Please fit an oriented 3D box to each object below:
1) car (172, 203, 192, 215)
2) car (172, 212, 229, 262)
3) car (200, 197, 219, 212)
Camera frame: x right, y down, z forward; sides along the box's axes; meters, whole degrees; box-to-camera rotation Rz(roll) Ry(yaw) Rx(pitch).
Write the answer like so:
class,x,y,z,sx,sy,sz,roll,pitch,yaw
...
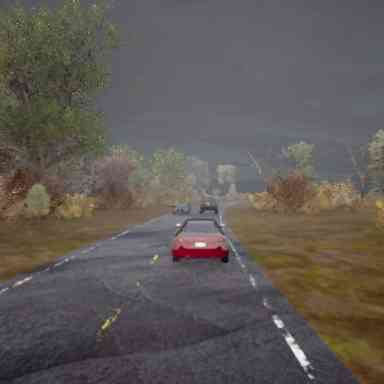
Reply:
class,x,y,z,sx,sy,sz,roll,pitch,yaw
car,-1.127,2.005,39.690,1.994,1.385,4.181,0,-1,5
car,0.331,1.701,12.819,1.994,1.385,4.181,0,-1,2
car,2.262,1.678,42.535,2.150,2.045,5.566,0,-1,6
